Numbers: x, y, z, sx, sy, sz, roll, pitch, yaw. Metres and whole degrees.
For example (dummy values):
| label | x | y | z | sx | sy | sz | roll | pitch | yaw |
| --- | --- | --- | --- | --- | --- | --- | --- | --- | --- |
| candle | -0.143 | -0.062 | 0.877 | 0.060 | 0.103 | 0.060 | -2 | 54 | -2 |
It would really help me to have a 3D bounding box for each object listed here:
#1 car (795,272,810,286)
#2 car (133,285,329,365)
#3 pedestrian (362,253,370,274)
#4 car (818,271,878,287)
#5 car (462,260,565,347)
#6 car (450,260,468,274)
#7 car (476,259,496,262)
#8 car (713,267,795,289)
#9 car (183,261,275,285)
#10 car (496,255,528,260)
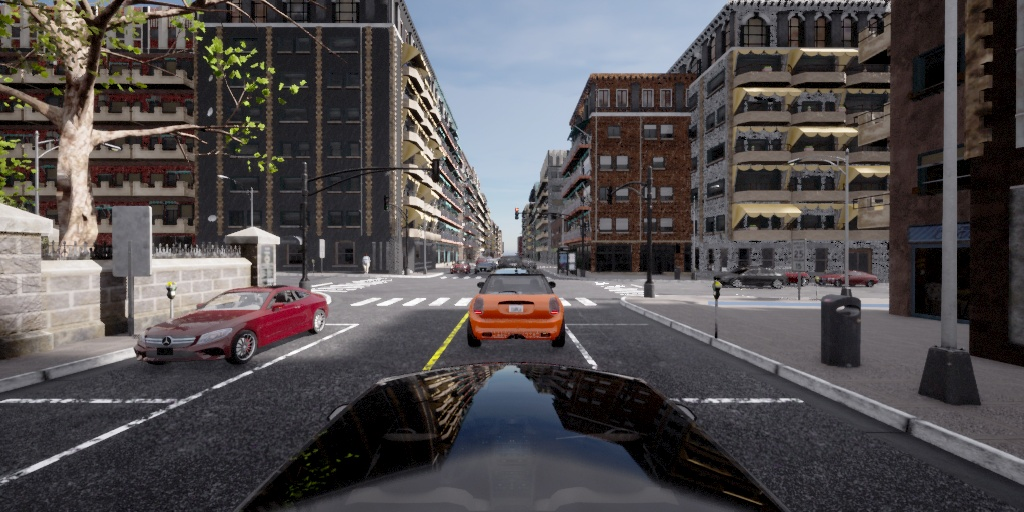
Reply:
| label | x | y | z | sx | sy | sz | roll | pitch | yaw |
| --- | --- | --- | --- | --- | --- | --- | --- | --- | --- |
| car | 21.344 | 1.571 | 28.864 | 4.097 | 1.591 | 1.967 | 0 | 0 | -1 |
| car | -5.697 | 1.331 | 7.980 | 1.802 | 1.307 | 4.207 | 0 | 0 | 0 |
| pedestrian | -12.752 | 0.651 | 31.374 | 0.375 | 1.860 | 0.375 | 0 | -1 | -1 |
| car | 27.018 | 1.813 | 28.940 | 4.207 | 1.307 | 1.802 | 0 | 0 | -1 |
| car | 0.117 | 1.101 | 9.490 | 2.097 | 1.767 | 4.553 | 0 | 0 | 1 |
| car | -5.741 | 1.187 | 40.391 | 1.967 | 1.591 | 4.097 | 0 | 0 | 0 |
| car | -3.145 | 1.312 | 40.988 | 1.994 | 1.385 | 4.181 | 0 | 0 | 0 |
| car | 17.382 | 1.578 | 26.246 | 4.892 | 1.490 | 1.837 | 1 | 0 | -1 |
| car | -17.676 | 1.035 | 22.575 | 4.181 | 1.385 | 1.994 | 1 | 0 | -1 |
| car | -0.106 | 0.969 | 34.749 | 2.150 | 2.045 | 5.566 | -1 | 0 | -5 |
